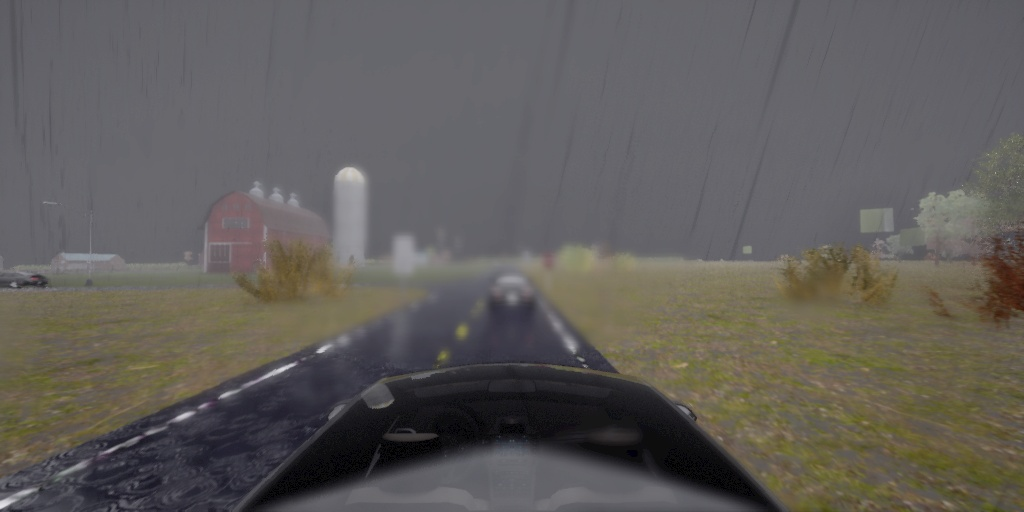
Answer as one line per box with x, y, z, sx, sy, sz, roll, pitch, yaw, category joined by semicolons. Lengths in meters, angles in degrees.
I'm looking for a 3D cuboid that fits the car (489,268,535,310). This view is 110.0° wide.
0.003;1.427;15.564;1.812;1.442;4.674;0;-1;0;car

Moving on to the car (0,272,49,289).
-43.892;2.132;31.524;4.892;1.490;1.837;0;-1;1;car
